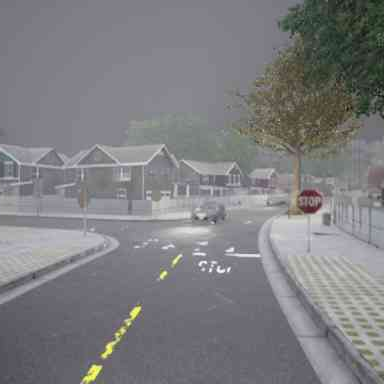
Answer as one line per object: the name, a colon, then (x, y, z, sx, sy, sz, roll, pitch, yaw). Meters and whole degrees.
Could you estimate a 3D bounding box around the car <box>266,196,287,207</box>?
car: (12.336, 1.362, 48.365, 2.128, 1.511, 4.902, 0, 0, 32)

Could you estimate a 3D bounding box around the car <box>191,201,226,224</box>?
car: (1.309, 1.454, 24.752, 2.128, 1.511, 4.902, 0, 0, 17)
